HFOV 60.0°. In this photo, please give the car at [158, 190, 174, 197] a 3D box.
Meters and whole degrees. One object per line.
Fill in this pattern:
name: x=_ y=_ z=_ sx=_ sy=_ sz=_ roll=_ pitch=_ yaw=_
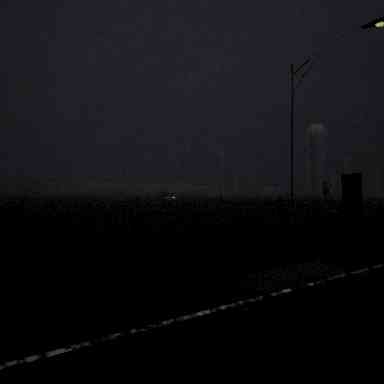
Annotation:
car: x=-5.352 y=0.316 z=67.637 sx=1.994 sy=1.385 sz=4.181 roll=-1 pitch=2 yaw=-30
